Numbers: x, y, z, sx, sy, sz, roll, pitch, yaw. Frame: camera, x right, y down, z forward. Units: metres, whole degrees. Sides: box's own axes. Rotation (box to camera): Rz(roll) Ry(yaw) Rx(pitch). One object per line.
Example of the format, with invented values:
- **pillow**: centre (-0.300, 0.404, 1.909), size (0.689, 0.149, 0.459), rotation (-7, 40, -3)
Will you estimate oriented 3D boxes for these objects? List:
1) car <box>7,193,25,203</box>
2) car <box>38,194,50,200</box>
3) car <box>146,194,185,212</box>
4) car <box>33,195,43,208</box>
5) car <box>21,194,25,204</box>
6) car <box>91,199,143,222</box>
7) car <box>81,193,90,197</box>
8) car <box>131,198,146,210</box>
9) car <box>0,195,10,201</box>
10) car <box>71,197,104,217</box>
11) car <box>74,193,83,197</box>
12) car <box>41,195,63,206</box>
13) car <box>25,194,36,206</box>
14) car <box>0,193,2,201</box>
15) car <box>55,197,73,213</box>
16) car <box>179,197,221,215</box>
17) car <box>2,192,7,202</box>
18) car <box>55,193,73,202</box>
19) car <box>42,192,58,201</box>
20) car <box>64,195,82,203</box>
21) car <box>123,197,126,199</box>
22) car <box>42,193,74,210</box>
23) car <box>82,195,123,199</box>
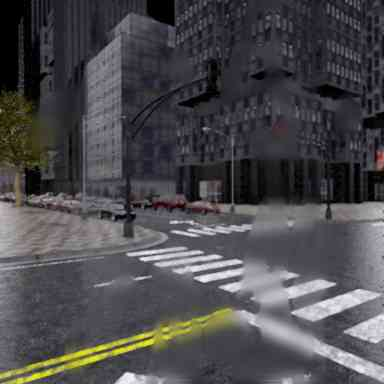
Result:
- **car**: centre (-32.753, 1.352, 62.263), size (1.887, 1.381, 4.507), rotation (0, 0, -36)
- **car**: centre (-36.048, 1.236, 81.064), size (1.752, 1.417, 4.829), rotation (-1, 0, -36)
- **car**: centre (-2.432, 1.141, 35.582), size (2.192, 1.841, 5.009), rotation (0, 0, -36)
- **car**: centre (-19.344, 1.432, 44.123), size (1.802, 1.307, 4.206), rotation (0, 0, -36)
- **car**: centre (-26.049, 1.392, 53.194), size (1.947, 1.339, 4.313), rotation (0, 0, -36)
- **car**: centre (-5.935, 1.482, 25.983), size (1.947, 1.339, 4.313), rotation (0, 0, -36)
- **car**: centre (-15.837, 1.312, 53.720), size (1.887, 1.381, 4.507), rotation (0, 0, -36)
- **car**: centre (-5.782, 1.375, 40.117), size (1.947, 1.339, 4.313), rotation (0, 0, -36)
- **car**: centre (-42.808, 1.363, 75.869), size (1.802, 1.307, 4.206), rotation (0, 0, -36)
- **car**: centre (-9.288, 1.462, 30.519), size (1.947, 1.339, 4.313), rotation (0, 0, -36)
- **car**: centre (-19.190, 1.071, 58.254), size (2.192, 1.841, 5.009), rotation (0, 0, -36)
- **car**: centre (-22.490, 1.300, 53.174), size (2.128, 1.511, 4.902), rotation (-1, 0, -36)
- **car**: centre (-22.595, 1.363, 48.521), size (1.752, 1.417, 4.829), rotation (0, 0, -36)
- **car**: centre (-39.457, 1.354, 71.335), size (1.947, 1.339, 4.313), rotation (0, 0, -36)
- **car**: centre (-12.640, 1.461, 35.053), size (1.802, 1.307, 4.206), rotation (0, 0, -36)
- **car**: centre (0.921, 1.428, 31.048), size (1.802, 1.307, 4.206), rotation (0, 0, -36)
- **car**: centre (-36.106, 1.113, 66.798), size (2.192, 1.841, 5.009), rotation (0, 0, -36)
- **car**: centre (-25.893, 1.052, 67.323), size (2.192, 1.841, 5.009), rotation (0, 0, -36)
- **car**: centre (-32.597, 1.033, 76.393), size (2.192, 1.841, 5.009), rotation (0, 0, -36)
- **car**: centre (-22.540, 1.312, 62.789), size (1.947, 1.339, 4.313), rotation (0, 0, -36)
- **car**: centre (-9.133, 1.359, 44.651), size (1.947, 1.339, 4.313), rotation (0, 0, -36)
- **car**: centre (-15.992, 1.303, 39.587), size (1.967, 1.590, 4.097), rotation (0, 0, -36)
- **car**: centre (-9.728, 1.407, 35.748), size (2.033, 1.411, 5.357), rotation (-1, 1, -36)
